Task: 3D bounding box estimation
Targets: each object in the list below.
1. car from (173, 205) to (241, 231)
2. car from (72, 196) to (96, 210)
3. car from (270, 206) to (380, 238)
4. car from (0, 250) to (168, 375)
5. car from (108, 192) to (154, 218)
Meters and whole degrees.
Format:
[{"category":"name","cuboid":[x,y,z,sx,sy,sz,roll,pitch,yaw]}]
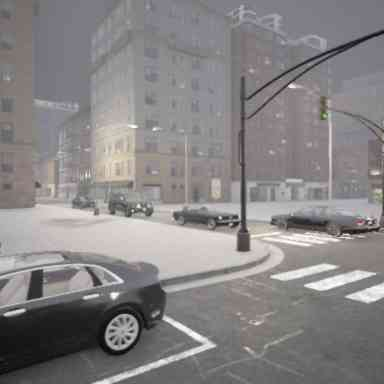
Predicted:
[{"category":"car","cuboid":[0.853,1.452,19.944,1.895,1.301,4.718,0,1,-36]},{"category":"car","cuboid":[-12.484,1.223,38.651,1.882,1.535,5.008,0,0,-35]},{"category":"car","cuboid":[6.553,1.411,17.022,2.033,1.411,5.357,0,1,-35]},{"category":"car","cuboid":[-2.432,1.548,4.453,4.403,1.369,2.008,0,0,-35]},{"category":"car","cuboid":[-5.355,1.023,28.633,2.150,2.045,5.566,0,1,-35]}]
